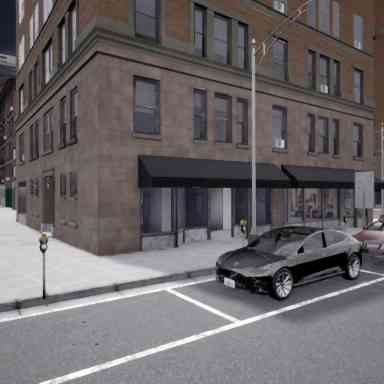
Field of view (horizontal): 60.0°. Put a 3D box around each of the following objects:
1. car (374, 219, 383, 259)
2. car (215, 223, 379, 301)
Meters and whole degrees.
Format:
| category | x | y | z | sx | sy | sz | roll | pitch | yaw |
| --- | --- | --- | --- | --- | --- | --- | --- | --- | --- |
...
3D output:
| category | x | y | z | sx | sy | sz | roll | pitch | yaw |
| --- | --- | --- | --- | --- | --- | --- | --- | --- | --- |
| car | 7.058 | 1.581 | 11.549 | 4.206 | 1.307 | 1.802 | 0 | 0 | -35 |
| car | 2.575 | 1.565 | 8.361 | 4.313 | 1.339 | 1.947 | 0 | 0 | -35 |
